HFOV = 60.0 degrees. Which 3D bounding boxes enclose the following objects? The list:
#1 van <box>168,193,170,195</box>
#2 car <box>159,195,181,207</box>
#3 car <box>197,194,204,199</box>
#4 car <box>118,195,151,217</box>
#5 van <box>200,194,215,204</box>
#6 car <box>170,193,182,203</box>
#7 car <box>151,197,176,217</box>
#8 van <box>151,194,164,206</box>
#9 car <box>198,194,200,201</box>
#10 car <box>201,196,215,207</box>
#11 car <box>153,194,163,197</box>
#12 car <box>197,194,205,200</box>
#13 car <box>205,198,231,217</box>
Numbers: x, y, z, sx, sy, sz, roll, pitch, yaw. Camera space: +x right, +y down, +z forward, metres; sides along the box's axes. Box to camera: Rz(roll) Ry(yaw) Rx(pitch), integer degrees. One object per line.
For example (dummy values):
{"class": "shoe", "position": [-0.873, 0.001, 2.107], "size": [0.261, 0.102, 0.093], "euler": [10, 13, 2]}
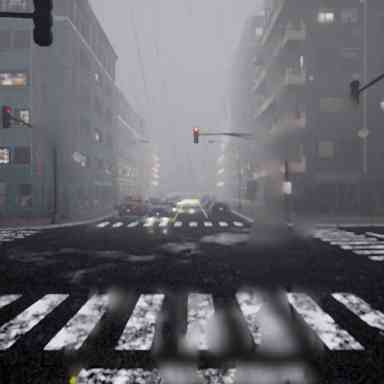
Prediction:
{"class": "van", "position": [-5.493, 1.103, 86.080], "size": [1.690, 1.788, 3.998], "euler": [0, 0, 0]}
{"class": "car", "position": [-2.940, 1.433, 44.857], "size": [2.033, 1.411, 5.357], "euler": [0, 0, 0]}
{"class": "car", "position": [2.375, 1.288, 91.650], "size": [1.887, 1.381, 4.507], "euler": [0, 0, 0]}
{"class": "car", "position": [-5.378, 1.240, 30.561], "size": [2.192, 1.841, 5.009], "euler": [0, 0, 0]}
{"class": "van", "position": [2.469, 1.220, 47.234], "size": [1.690, 1.788, 3.998], "euler": [0, 0, 0]}
{"class": "car", "position": [-2.886, 1.365, 64.840], "size": [1.812, 1.442, 4.674], "euler": [0, 0, 0]}
{"class": "car", "position": [-2.914, 1.472, 30.886], "size": [2.033, 1.411, 5.357], "euler": [0, 0, 0]}
{"class": "van", "position": [-5.424, 1.204, 52.768], "size": [1.690, 1.788, 3.998], "euler": [0, 0, 0]}
{"class": "car", "position": [2.445, 1.287, 58.337], "size": [1.967, 1.590, 4.097], "euler": [0, 0, 0]}
{"class": "car", "position": [2.479, 1.477, 41.682], "size": [1.802, 1.307, 4.206], "euler": [0, 0, 0]}
{"class": "car", "position": [-5.412, 1.424, 47.217], "size": [1.887, 1.381, 4.507], "euler": [0, 0, 0]}
{"class": "car", "position": [2.387, 1.306, 86.098], "size": [1.887, 1.381, 4.507], "euler": [0, 0, 0]}
{"class": "car", "position": [2.502, 1.491, 30.578], "size": [1.947, 1.339, 4.313], "euler": [0, 0, 0]}
